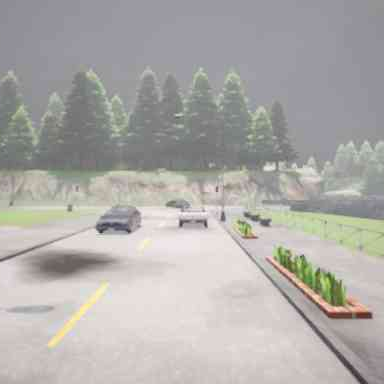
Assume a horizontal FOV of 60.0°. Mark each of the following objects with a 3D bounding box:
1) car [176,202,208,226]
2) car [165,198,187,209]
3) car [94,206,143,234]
[{"bbox_3d":[0.084,1.572,22.946,1.895,1.301,4.718,0,0,0],"label":"car"},{"bbox_3d":[-2.075,1.509,44.813,1.994,1.385,4.181,0,0,-30],"label":"car"},{"bbox_3d":[-4.099,1.524,19.525,2.033,1.411,5.357,0,0,0],"label":"car"}]
